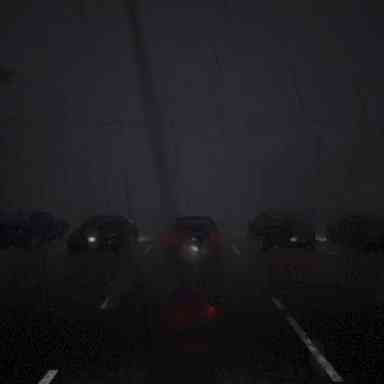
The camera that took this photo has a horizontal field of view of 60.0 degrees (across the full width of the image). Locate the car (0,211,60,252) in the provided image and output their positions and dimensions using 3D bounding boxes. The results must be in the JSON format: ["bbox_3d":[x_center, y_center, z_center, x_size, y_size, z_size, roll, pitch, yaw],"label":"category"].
[{"bbox_3d":[-6.911,1.519,14.094,1.882,1.535,5.008,0,0,0],"label":"car"}]

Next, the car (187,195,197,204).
[{"bbox_3d":[0.015,1.679,69.746,1.882,1.535,5.008,0,0,0],"label":"car"}]

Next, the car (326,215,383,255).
[{"bbox_3d":[7.086,1.603,13.530,1.994,1.385,4.181,0,0,0],"label":"car"}]

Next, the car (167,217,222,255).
[{"bbox_3d":[0.088,1.640,13.443,1.895,1.301,4.718,0,0,0],"label":"car"}]

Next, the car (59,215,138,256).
[{"bbox_3d":[-3.416,1.603,13.398,1.994,1.385,4.181,0,0,0],"label":"car"}]

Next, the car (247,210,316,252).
[{"bbox_3d":[3.589,1.519,14.153,1.882,1.535,5.008,0,0,0],"label":"car"}]
